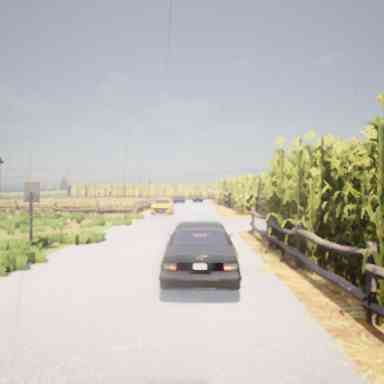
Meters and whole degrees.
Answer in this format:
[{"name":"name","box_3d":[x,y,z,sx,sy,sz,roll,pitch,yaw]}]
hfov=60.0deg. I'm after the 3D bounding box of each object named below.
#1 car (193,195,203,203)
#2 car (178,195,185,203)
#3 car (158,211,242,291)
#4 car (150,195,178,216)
[{"name":"car","box_3d":[1.059,1.238,59.400,1.895,1.301,4.718,0,0,1]},{"name":"car","box_3d":[-2.109,1.201,56.956,2.033,1.411,5.357,0,0,1]},{"name":"car","box_3d":[0.219,1.492,9.019,2.033,1.411,5.357,0,0,1]},{"name":"car","box_3d":[-2.659,1.291,30.811,1.882,1.535,5.008,0,1,1]}]
